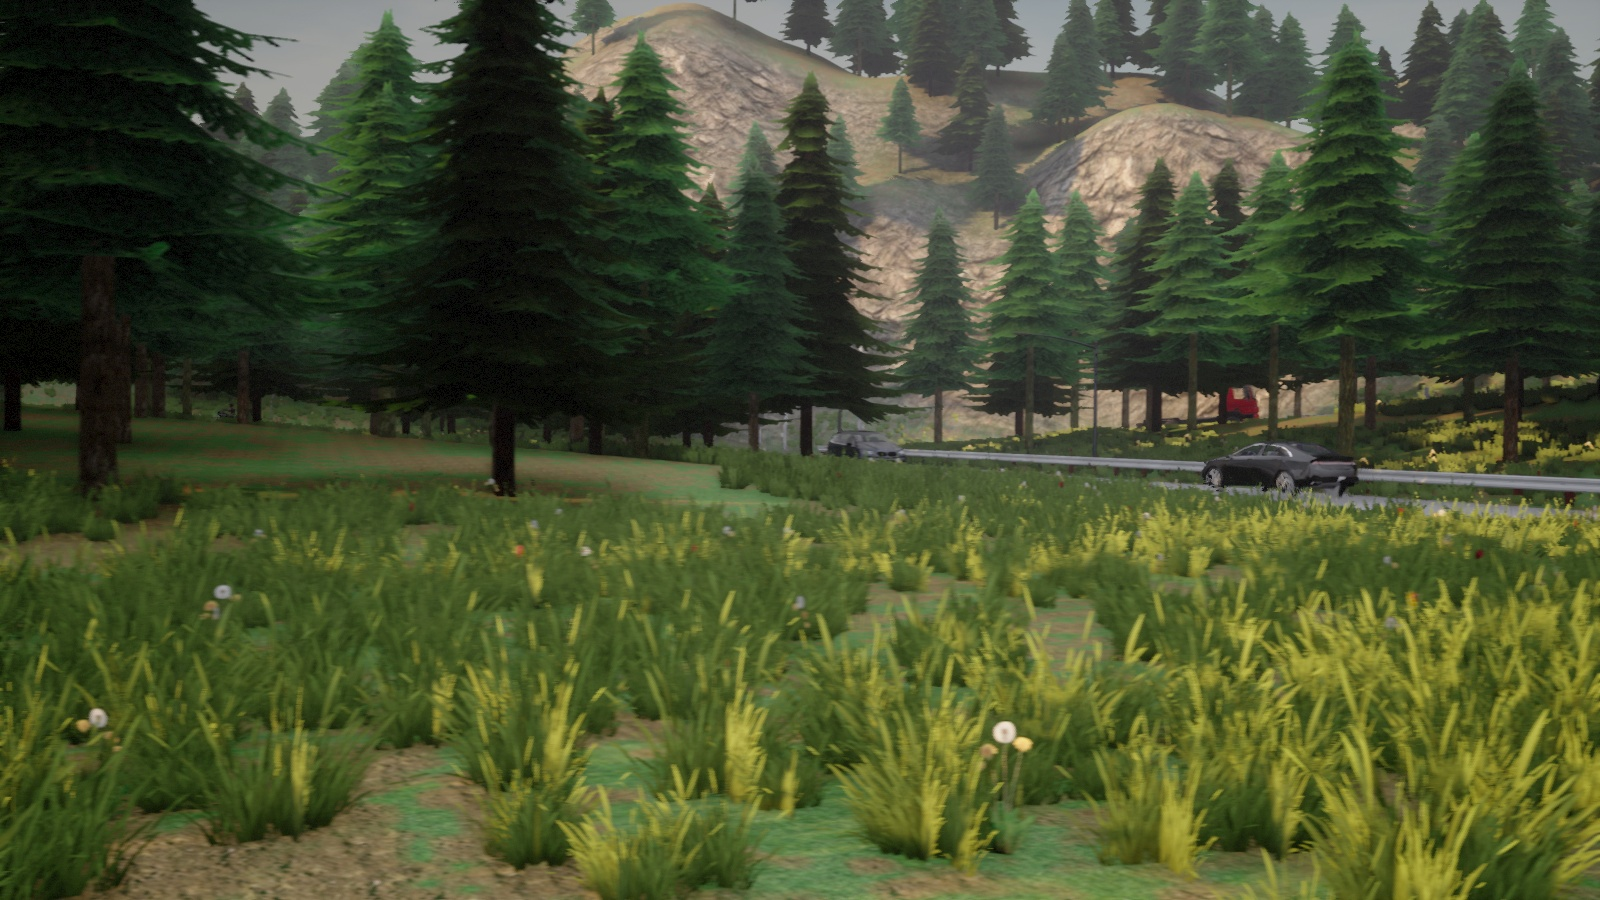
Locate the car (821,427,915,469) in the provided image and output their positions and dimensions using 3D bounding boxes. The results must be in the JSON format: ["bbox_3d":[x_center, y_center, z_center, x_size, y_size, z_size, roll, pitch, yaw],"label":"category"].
[{"bbox_3d":[2.795,-0.106,52.695,2.242,1.667,4.611,-1,1,-21],"label":"car"}]

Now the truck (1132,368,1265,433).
[{"bbox_3d":[26.132,-3.189,82.735,7.936,3.462,2.891,-5,-1,16],"label":"truck"}]

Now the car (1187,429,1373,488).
[{"bbox_3d":[13.266,0.180,35.066,2.128,1.511,4.902,-1,1,-21],"label":"car"}]
